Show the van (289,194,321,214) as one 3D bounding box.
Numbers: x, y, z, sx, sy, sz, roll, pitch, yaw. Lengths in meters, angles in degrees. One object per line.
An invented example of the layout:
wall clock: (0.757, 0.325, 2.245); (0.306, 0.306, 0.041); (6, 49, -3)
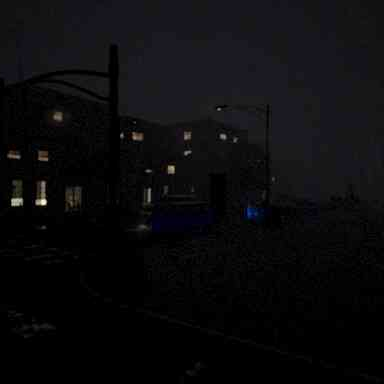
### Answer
van: (12.299, 1.459, 35.938); (1.690, 1.788, 3.998); (0, 0, 35)

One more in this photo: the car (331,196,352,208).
car: (21.824, 1.487, 49.491); (2.192, 1.841, 5.009); (0, 0, 35)

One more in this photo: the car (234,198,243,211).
car: (5.453, 1.489, 40.772); (1.967, 1.590, 4.097); (0, 0, 35)

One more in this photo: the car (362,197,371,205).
car: (34.523, 1.799, 67.561); (1.887, 1.381, 4.507); (0, 0, 35)

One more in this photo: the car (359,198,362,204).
car: (28.271, 1.737, 58.665); (1.752, 1.417, 4.829); (0, 0, 35)

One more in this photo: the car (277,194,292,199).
car: (12.910, 1.323, 46.747); (2.150, 2.045, 5.566); (1, 0, 36)

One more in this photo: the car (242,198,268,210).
car: (8.627, 1.611, 45.290); (1.887, 1.381, 4.507); (0, 0, 35)

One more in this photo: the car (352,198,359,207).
car: (25.000, 1.506, 54.009); (2.192, 1.841, 5.009); (0, 0, 35)

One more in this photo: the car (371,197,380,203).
car: (44.048, 1.888, 81.114); (1.947, 1.339, 4.313); (0, 0, 35)

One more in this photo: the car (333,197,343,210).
car: (18.647, 1.719, 44.973); (1.947, 1.339, 4.313); (0, 0, 35)

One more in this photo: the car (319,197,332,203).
car: (30.851, 1.774, 76.912); (1.947, 1.339, 4.313); (0, 0, 35)

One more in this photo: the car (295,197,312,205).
car: (21.327, 1.687, 63.359); (1.887, 1.381, 4.507); (0, 0, 35)

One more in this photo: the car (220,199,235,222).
car: (0.954, 1.527, 24.341); (1.882, 1.535, 5.008); (1, 0, 35)

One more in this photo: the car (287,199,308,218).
car: (9.122, 1.645, 31.420); (1.887, 1.381, 4.507); (0, 0, 35)

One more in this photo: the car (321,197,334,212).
car: (15.571, 1.661, 40.595); (1.752, 1.417, 4.829); (0, 0, 35)

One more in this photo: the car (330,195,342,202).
car: (37.202, 1.694, 85.947); (1.967, 1.590, 4.097); (0, 0, 35)

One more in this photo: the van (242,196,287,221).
van: (5.949, 1.426, 26.903); (1.690, 1.788, 3.998); (0, 0, 35)

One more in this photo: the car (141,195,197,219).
car: (-1.523, 1.245, 26.335); (2.150, 2.045, 5.566); (1, 0, 35)

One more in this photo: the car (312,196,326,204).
car: (27.579, 1.710, 72.255); (1.752, 1.417, 4.829); (0, 0, 35)

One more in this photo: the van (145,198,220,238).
van: (-0.401, 1.397, 17.867); (1.690, 1.788, 3.998); (0, 0, 35)
